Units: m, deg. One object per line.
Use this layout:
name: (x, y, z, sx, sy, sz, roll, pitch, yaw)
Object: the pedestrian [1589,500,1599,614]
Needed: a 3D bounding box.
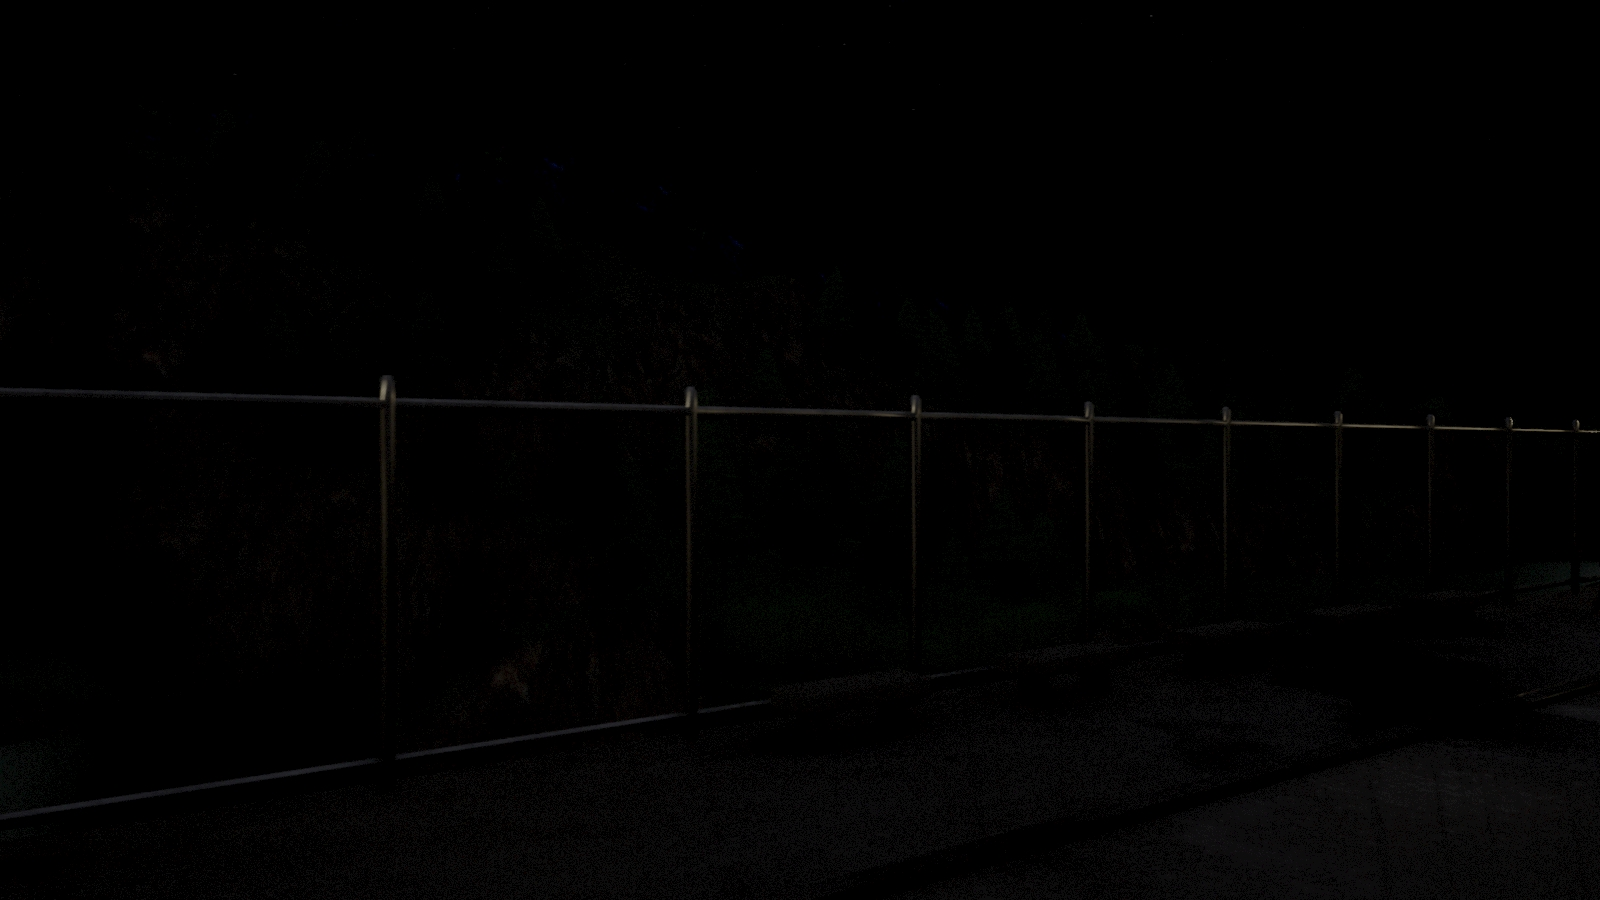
pedestrian: (13.320, 1.761, 18.831, 0.375, 1.860, 0.375, 0, 0, -24)
